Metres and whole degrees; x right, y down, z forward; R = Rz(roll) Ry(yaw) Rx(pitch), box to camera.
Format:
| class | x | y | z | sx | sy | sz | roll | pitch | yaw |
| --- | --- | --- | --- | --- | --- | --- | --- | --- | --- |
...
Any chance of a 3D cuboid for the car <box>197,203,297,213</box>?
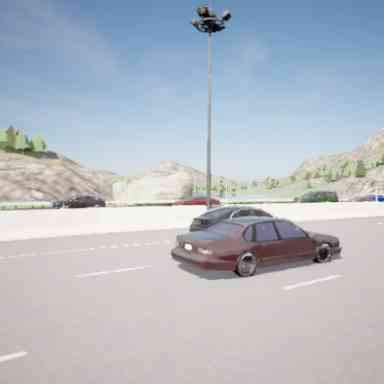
| class | x | y | z | sx | sy | sz | roll | pitch | yaw |
| --- | --- | --- | --- | --- | --- | --- | --- | --- | --- |
| car | 2.207 | 1.347 | 13.692 | 4.892 | 1.490 | 1.837 | 0 | 0 | -32 |

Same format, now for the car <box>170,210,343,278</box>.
| class | x | y | z | sx | sy | sz | roll | pitch | yaw |
| --- | --- | --- | --- | --- | --- | --- | --- | --- | --- |
| car | 2.043 | 1.438 | 9.722 | 5.357 | 1.411 | 2.033 | 0 | 1 | -32 |

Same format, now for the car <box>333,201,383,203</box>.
| class | x | y | z | sx | sy | sz | roll | pitch | yaw |
| --- | --- | --- | --- | --- | --- | --- | --- | --- | --- |
| car | 17.085 | 1.245 | 34.021 | 4.674 | 1.442 | 1.812 | 0 | 1 | -25 |

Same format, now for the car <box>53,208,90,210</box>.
| class | x | y | z | sx | sy | sz | roll | pitch | yaw |
| --- | --- | --- | --- | --- | --- | --- | --- | --- | --- |
| car | -10.378 | 1.024 | 30.679 | 4.892 | 1.490 | 1.837 | 0 | 1 | -33 |

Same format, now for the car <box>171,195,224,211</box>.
| class | x | y | z | sx | sy | sz | roll | pitch | yaw |
| --- | --- | --- | --- | --- | --- | --- | --- | --- | --- |
| car | 0.552 | 1.060 | 33.277 | 5.008 | 1.535 | 1.882 | 1 | 1 | -30 |
